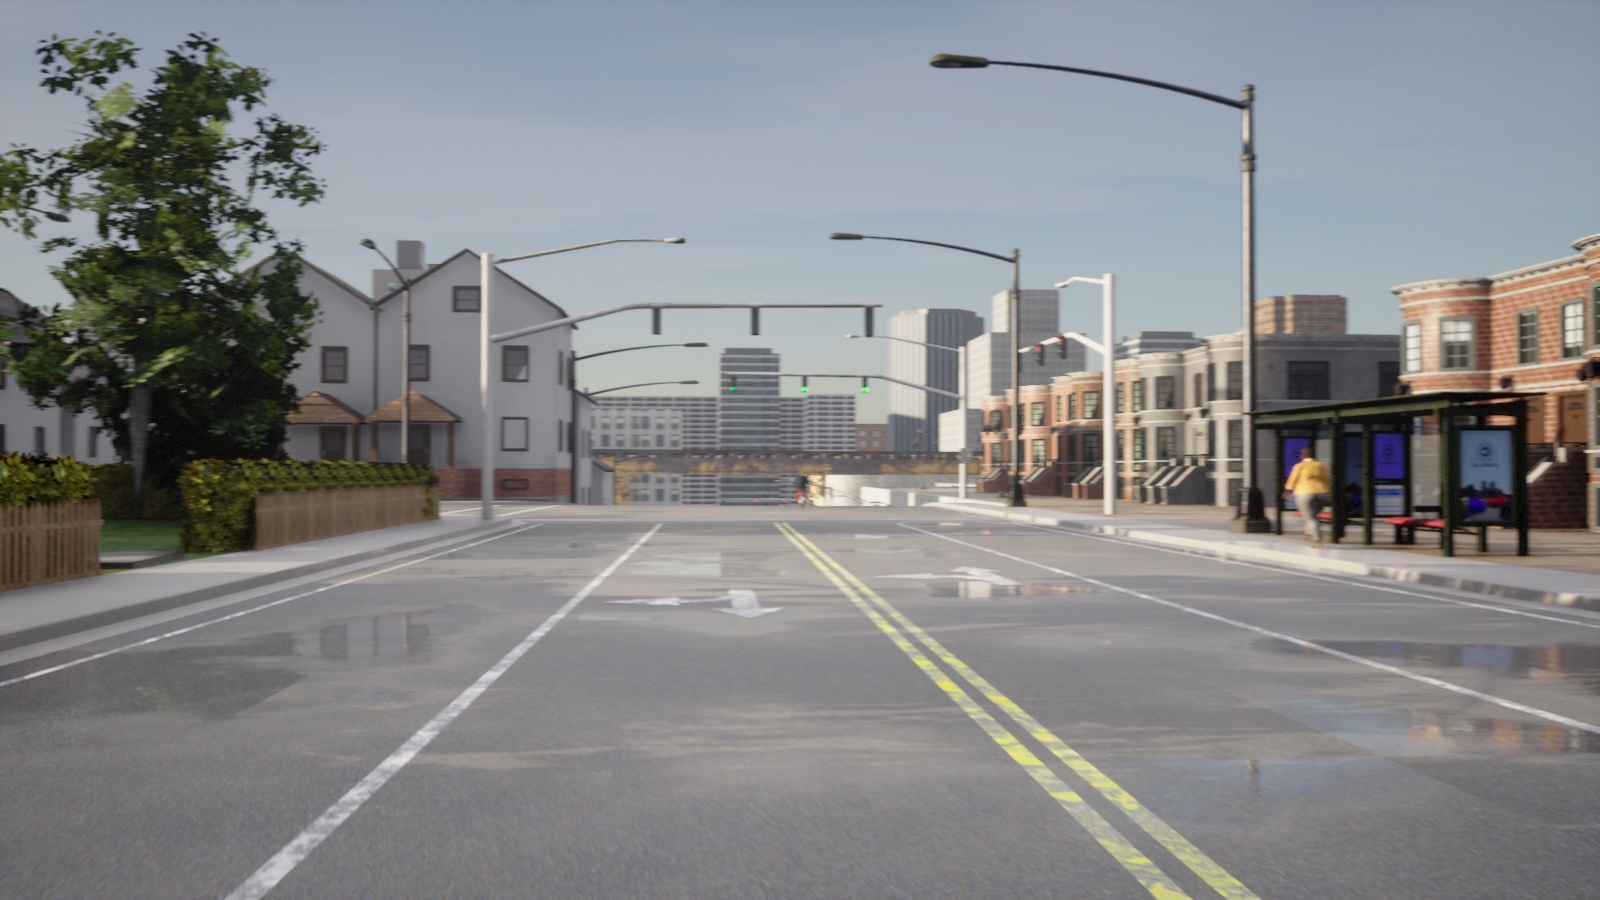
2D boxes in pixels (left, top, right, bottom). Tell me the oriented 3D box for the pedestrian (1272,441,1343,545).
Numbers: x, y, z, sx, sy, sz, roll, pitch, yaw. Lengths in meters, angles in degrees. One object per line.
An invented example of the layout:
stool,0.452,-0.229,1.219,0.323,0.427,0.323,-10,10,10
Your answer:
pedestrian,9.253,0.776,22.938,0.874,1.855,0.900,0,-1,-4

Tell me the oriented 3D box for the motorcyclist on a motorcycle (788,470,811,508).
motorcyclist on a motorcycle,-0.044,1.682,54.333,0.866,1.590,1.817,0,-1,-4
